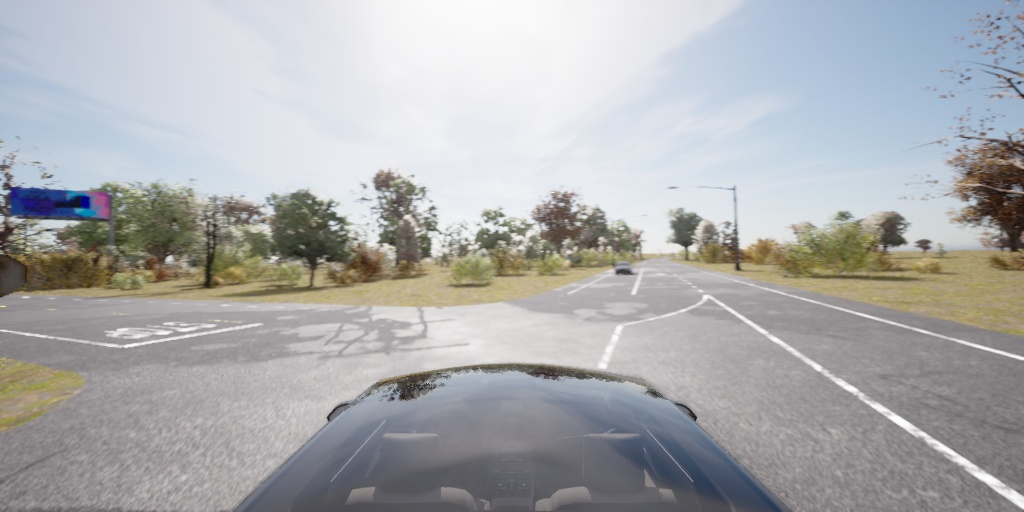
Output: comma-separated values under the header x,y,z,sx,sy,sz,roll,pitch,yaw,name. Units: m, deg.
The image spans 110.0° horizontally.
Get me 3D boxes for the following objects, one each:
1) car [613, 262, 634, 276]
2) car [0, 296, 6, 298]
x,y,z,sx,sy,sz,roll,pitch,yaw,name
12.713,1.412,40.758,1.837,1.490,4.892,-2,-1,21,car
-41.305,2.589,27.760,4.902,1.511,2.128,-2,-1,23,car
